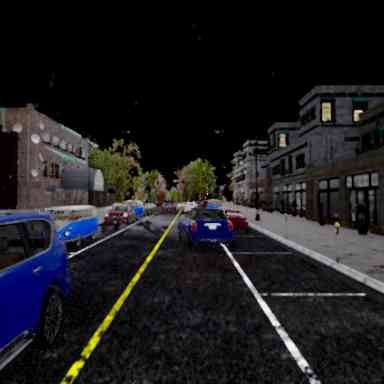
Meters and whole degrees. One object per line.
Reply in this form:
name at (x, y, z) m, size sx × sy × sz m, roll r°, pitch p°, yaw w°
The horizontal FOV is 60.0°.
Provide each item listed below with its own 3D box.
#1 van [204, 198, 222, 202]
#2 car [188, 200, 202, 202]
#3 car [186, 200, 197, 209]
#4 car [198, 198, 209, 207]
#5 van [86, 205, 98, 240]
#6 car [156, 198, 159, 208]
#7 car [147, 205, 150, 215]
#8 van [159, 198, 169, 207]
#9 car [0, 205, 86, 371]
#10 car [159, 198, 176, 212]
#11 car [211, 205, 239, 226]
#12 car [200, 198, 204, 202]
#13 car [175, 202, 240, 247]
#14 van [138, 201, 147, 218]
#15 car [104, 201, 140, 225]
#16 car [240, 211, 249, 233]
van at (2.559, 1.807, 38.095) m, size 1.690 × 1.788 × 3.998 m, roll 1°, pitch -1°, yaw 0°
car at (-0.061, 2.043, 42.356) m, size 1.812 × 1.442 × 4.674 m, roll 0°, pitch -1°, yaw 0°
car at (-0.126, 2.252, 60.131) m, size 1.812 × 1.442 × 4.674 m, roll 0°, pitch -1°, yaw 0°
car at (2.445, 2.169, 71.350) m, size 2.192 × 1.841 × 5.009 m, roll 1°, pitch -1°, yaw 0°
van at (-5.736, 1.539, 15.879) m, size 1.690 × 1.788 × 3.998 m, roll 1°, pitch -1°, yaw 0°
car at (-5.927, 2.107, 65.764) m, size 2.192 × 1.841 × 5.009 m, roll 1°, pitch -1°, yaw 0°
car at (-5.824, 2.017, 38.047) m, size 2.008 × 1.369 × 4.403 m, roll 1°, pitch -1°, yaw 0°
van at (-5.962, 2.197, 71.305) m, size 1.690 × 1.788 × 3.998 m, roll 1°, pitch -1°, yaw 0°
car at (-3.112, 1.268, 3.450) m, size 2.150 × 2.045 × 5.566 m, roll 0°, pitch -1°, yaw 0°
car at (-3.242, 1.940, 48.366) m, size 2.097 × 1.767 × 4.553 m, roll 0°, pitch -1°, yaw 0°
car at (2.598, 1.859, 27.176) m, size 1.752 × 1.417 × 4.829 m, roll 1°, pitch -1°, yaw 0°
car at (2.473, 2.168, 60.264) m, size 1.967 × 1.590 × 4.097 m, roll 1°, pitch -1°, yaw 0°
car at (0.569, 1.553, 16.246) m, size 2.097 × 1.767 × 4.553 m, roll 0°, pitch -1°, yaw -8°
van at (-5.800, 1.741, 32.506) m, size 1.690 × 1.788 × 3.998 m, roll 1°, pitch -1°, yaw 0°
car at (-5.780, 1.773, 26.963) m, size 1.967 × 1.590 × 4.097 m, roll 1°, pitch -1°, yaw 0°
car at (2.619, 1.846, 21.463) m, size 1.802 × 1.307 × 4.206 m, roll 1°, pitch -1°, yaw 0°
